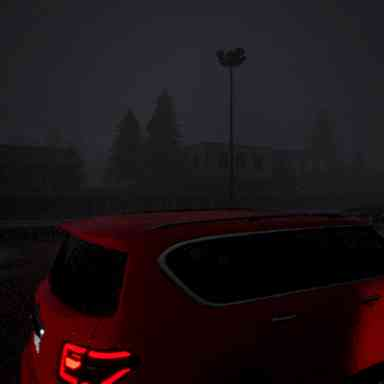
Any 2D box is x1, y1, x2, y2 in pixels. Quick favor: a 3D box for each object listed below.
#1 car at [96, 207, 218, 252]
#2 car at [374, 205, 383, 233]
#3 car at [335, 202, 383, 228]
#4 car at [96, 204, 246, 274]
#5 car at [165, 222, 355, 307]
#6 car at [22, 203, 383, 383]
[{"bbox_3d":[-1.488,1.491,14.694,4.902,1.511,2.128,0,0,-31],"label":"car"},{"bbox_3d":[12.954,1.492,19.155,4.902,1.511,2.128,0,0,-31],"label":"car"},{"bbox_3d":[12.176,1.505,22.759,4.892,1.490,1.837,0,0,-31],"label":"car"},{"bbox_3d":[-0.632,1.353,11.136,4.553,1.767,2.097,0,0,-31],"label":"car"},{"bbox_3d":[1.851,1.600,8.539,4.718,1.301,1.895,0,0,-31],"label":"car"},{"bbox_3d":[1.072,1.223,4.007,5.566,2.045,2.150,0,0,-31],"label":"car"}]
